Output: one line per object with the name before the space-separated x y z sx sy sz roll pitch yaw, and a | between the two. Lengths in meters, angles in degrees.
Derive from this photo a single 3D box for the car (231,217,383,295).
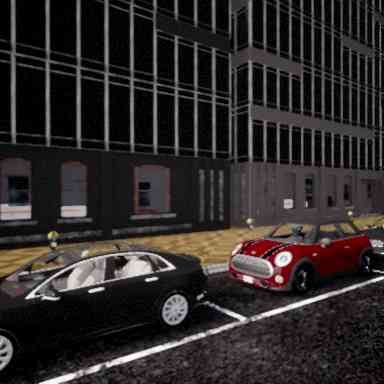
car | 2.884 1.424 8.617 4.097 1.590 1.967 0 0 -35

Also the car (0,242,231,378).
car | -1.751 1.548 5.311 4.403 1.369 2.008 0 0 -35
